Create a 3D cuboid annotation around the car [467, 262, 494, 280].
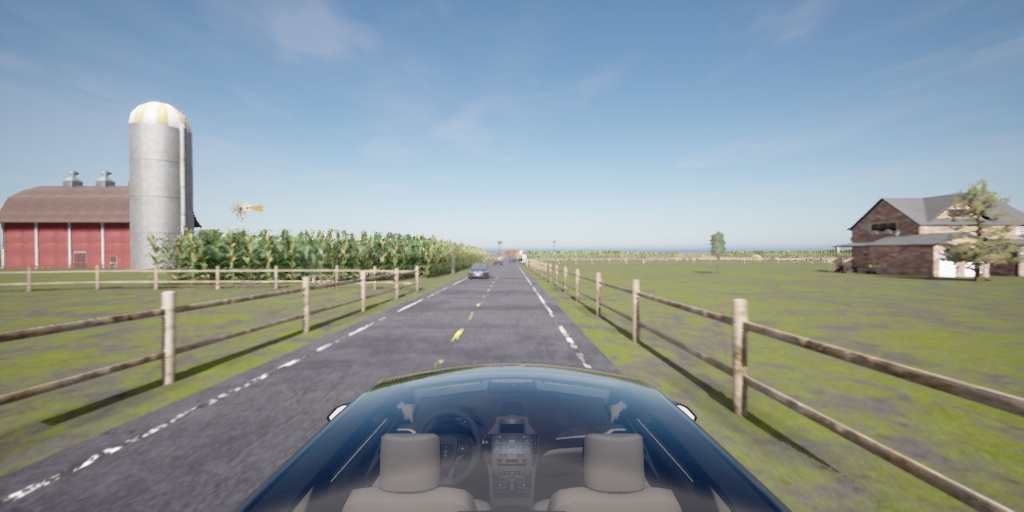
[{"bbox_3d":[-2.851,1.295,32.273,1.812,1.442,4.674,0,0,0],"label":"car"}]
